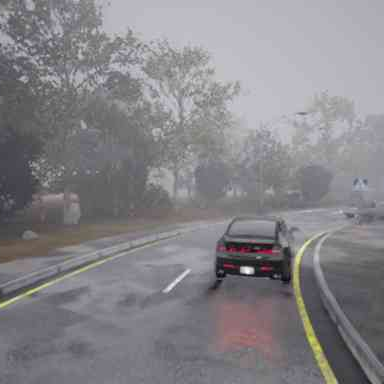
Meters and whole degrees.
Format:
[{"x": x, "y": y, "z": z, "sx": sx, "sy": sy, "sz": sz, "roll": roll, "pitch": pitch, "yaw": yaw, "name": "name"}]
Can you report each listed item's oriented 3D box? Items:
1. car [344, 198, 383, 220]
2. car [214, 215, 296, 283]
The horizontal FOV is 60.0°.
[{"x": 13.388, "y": 1.376, "z": 25.234, "sx": 4.718, "sy": 1.301, "sz": 1.895, "roll": 0, "pitch": 1, "yaw": -43, "name": "car"}, {"x": 1.944, "y": 1.420, "z": 9.601, "sx": 1.837, "sy": 1.490, "sz": 4.892, "roll": 0, "pitch": 1, "yaw": 18, "name": "car"}]
